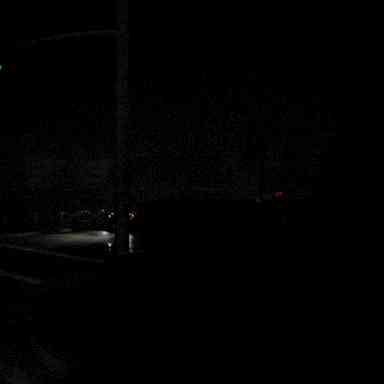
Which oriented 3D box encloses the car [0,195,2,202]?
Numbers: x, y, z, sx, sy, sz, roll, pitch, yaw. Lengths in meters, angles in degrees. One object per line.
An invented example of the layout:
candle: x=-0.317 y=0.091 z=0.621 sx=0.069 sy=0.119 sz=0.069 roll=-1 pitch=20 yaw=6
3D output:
car: x=-41.382 y=1.366 z=67.560 sx=2.007 sy=1.523 sz=4.514 roll=0 pitch=0 yaw=35

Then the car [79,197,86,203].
car: x=-18.454 y=1.124 z=60.355 sx=1.905 sy=1.878 sz=3.866 roll=0 pitch=0 yaw=35

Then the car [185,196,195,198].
car: x=-0.759 y=1.401 z=48.158 sx=1.845 sy=1.501 sz=3.633 roll=0 pitch=0 yaw=35

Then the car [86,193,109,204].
car: x=-15.845 y=1.142 z=59.012 sx=1.932 sy=1.855 sz=4.605 roll=0 pitch=0 yaw=35

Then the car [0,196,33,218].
car: x=-15.799 y=1.366 z=26.908 sx=2.007 sy=1.523 sz=4.514 roll=0 pitch=0 yaw=35

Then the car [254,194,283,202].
car: x=8.440 y=1.235 z=37.039 sx=2.150 sy=2.045 sz=5.566 roll=0 pitch=0 yaw=35

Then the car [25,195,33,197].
car: x=-34.319 y=1.297 z=71.195 sx=1.970 sy=1.475 sz=3.806 roll=0 pitch=0 yaw=35

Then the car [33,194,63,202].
car: x=-28.895 y=1.212 z=67.750 sx=2.152 sy=1.636 sz=5.027 roll=0 pitch=0 yaw=35

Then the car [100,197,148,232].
car: x=-3.038 y=1.365 z=20.558 sx=2.097 sy=1.767 sz=4.553 roll=0 pitch=0 yaw=35

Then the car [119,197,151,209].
car: x=-7.480 y=1.414 z=43.825 sx=1.970 sy=1.475 sz=3.806 roll=0 pitch=0 yaw=35
